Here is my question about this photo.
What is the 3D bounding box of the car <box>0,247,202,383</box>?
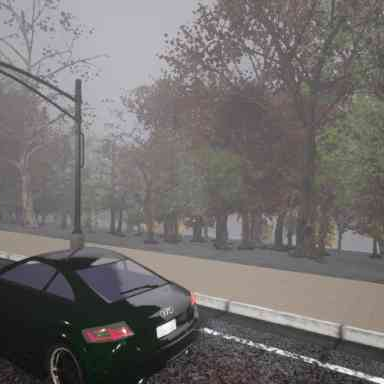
[{"bbox_3d":[-1.926,1.563,5.061,4.181,1.385,1.994,0,0,36],"label":"car"}]
